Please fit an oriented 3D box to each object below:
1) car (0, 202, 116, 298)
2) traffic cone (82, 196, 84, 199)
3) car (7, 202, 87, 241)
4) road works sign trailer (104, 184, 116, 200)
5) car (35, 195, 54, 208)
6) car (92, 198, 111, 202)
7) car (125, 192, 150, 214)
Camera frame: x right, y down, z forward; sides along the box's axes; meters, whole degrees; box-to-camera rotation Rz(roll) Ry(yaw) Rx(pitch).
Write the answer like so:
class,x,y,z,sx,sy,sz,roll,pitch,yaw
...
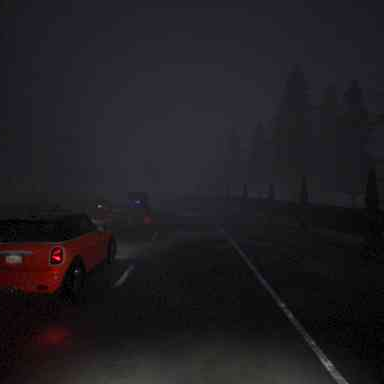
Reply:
class,x,y,z,sx,sy,sz,roll,pitch,yaw
car,-3.406,1.291,8.496,2.097,1.767,4.553,0,0,0
traffic cone,-26.459,1.369,82.487,0.340,0.580,0.340,0,1,-37
car,-7.096,1.370,16.968,2.128,1.511,4.902,0,0,-2
road works sign trailer,-18.705,-0.065,74.533,2.380,3.560,2.880,0,1,-37
car,-19.376,1.165,43.989,1.882,1.535,5.008,0,1,-19
car,-9.118,1.326,33.431,1.994,1.385,4.181,0,0,-11
car,-5.246,0.994,31.946,2.150,2.045,5.566,0,0,-10
